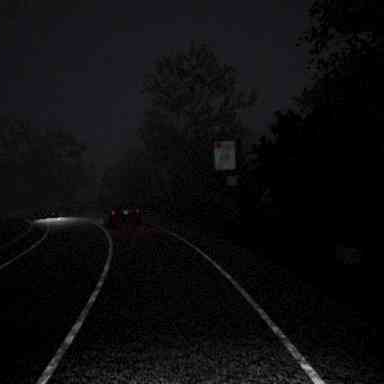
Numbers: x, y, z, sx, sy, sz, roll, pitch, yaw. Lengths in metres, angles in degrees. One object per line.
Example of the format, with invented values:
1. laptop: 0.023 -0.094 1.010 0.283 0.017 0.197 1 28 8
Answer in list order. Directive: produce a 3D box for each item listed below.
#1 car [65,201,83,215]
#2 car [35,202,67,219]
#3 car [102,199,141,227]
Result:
1. car: -14.549 1.822 39.411 2.128 1.511 4.902 -4 1 -39
2. car: -14.670 1.975 33.942 1.994 1.385 4.181 -3 1 -36
3. car: -5.085 1.393 23.610 2.097 1.767 4.553 -2 0 -22
